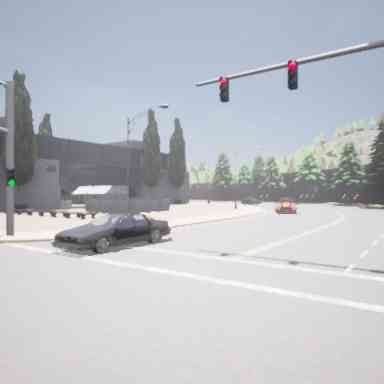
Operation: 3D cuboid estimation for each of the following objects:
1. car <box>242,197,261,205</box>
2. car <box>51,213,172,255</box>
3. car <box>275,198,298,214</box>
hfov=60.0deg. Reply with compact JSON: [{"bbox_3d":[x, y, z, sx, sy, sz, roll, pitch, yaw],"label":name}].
[{"bbox_3d":[10.733,1.638,60.346,1.837,1.490,4.892,2,-1,-17],"label":"car"},{"bbox_3d":[-3.067,1.603,14.073,2.033,1.411,5.357,0,0,35],"label":"car"},{"bbox_3d":[10.232,1.406,35.784,2.097,1.767,4.553,-1,0,19],"label":"car"}]
